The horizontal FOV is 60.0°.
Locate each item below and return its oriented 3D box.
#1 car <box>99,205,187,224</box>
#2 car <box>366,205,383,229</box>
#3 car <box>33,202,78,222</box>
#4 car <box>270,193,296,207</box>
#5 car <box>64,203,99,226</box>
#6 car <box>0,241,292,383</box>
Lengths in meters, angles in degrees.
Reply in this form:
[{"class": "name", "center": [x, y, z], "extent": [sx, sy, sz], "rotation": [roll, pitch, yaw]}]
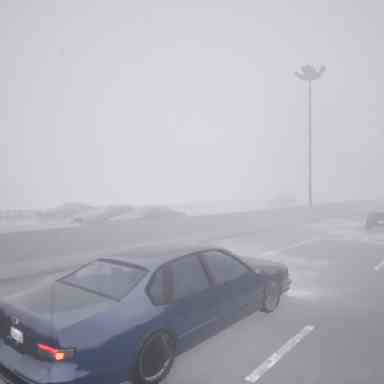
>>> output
[{"class": "car", "center": [-2.477, 1.547, 19.608], "extent": [2.033, 1.411, 5.357], "rotation": [0, 0, 39]}, {"class": "car", "center": [12.058, 1.513, 20.485], "extent": [1.812, 1.442, 4.674], "rotation": [0, 0, 39]}, {"class": "car", "center": [-9.926, 1.553, 27.088], "extent": [2.033, 1.411, 5.357], "rotation": [0, 0, 39]}, {"class": "car", "center": [13.851, 1.117, 50.488], "extent": [2.150, 2.045, 5.566], "rotation": [0, 0, 39]}, {"class": "car", "center": [-5.186, 1.549, 21.826], "extent": [2.033, 1.411, 5.357], "rotation": [0, 0, 39]}, {"class": "car", "center": [-0.250, 1.547, 5.437], "extent": [2.033, 1.411, 5.357], "rotation": [0, 0, 39]}]
